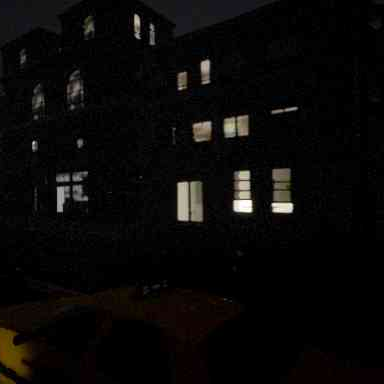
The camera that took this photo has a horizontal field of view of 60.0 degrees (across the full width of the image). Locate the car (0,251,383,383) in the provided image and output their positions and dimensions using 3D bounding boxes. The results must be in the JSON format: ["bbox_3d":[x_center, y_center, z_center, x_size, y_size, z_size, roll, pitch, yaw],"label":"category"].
[{"bbox_3d":[-0.593,1.527,3.313,4.829,1.417,1.752,0,-1,36],"label":"car"}]
